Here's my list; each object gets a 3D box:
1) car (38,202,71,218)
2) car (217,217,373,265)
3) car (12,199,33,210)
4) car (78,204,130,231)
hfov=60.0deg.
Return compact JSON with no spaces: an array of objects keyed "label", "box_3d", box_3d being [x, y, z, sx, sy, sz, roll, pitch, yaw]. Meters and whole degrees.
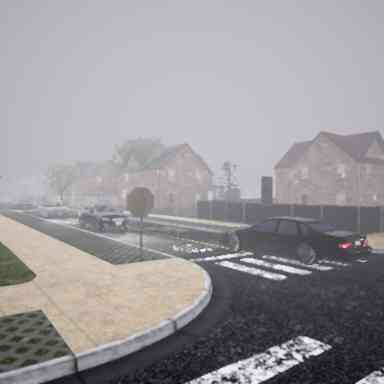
[{"label":"car","box_3d":[-12.586,1.607,30.275,1.895,1.301,4.718,1,-1,-36]},{"label":"car","box_3d":[3.360,1.588,11.886,2.033,1.411,5.357,1,0,-40]},{"label":"car","box_3d":[-22.545,1.638,44.139,1.994,1.385,4.181,1,-1,-36]},{"label":"car","box_3d":[-5.524,1.497,20.556,2.128,1.511,4.902,1,-1,-36]}]
